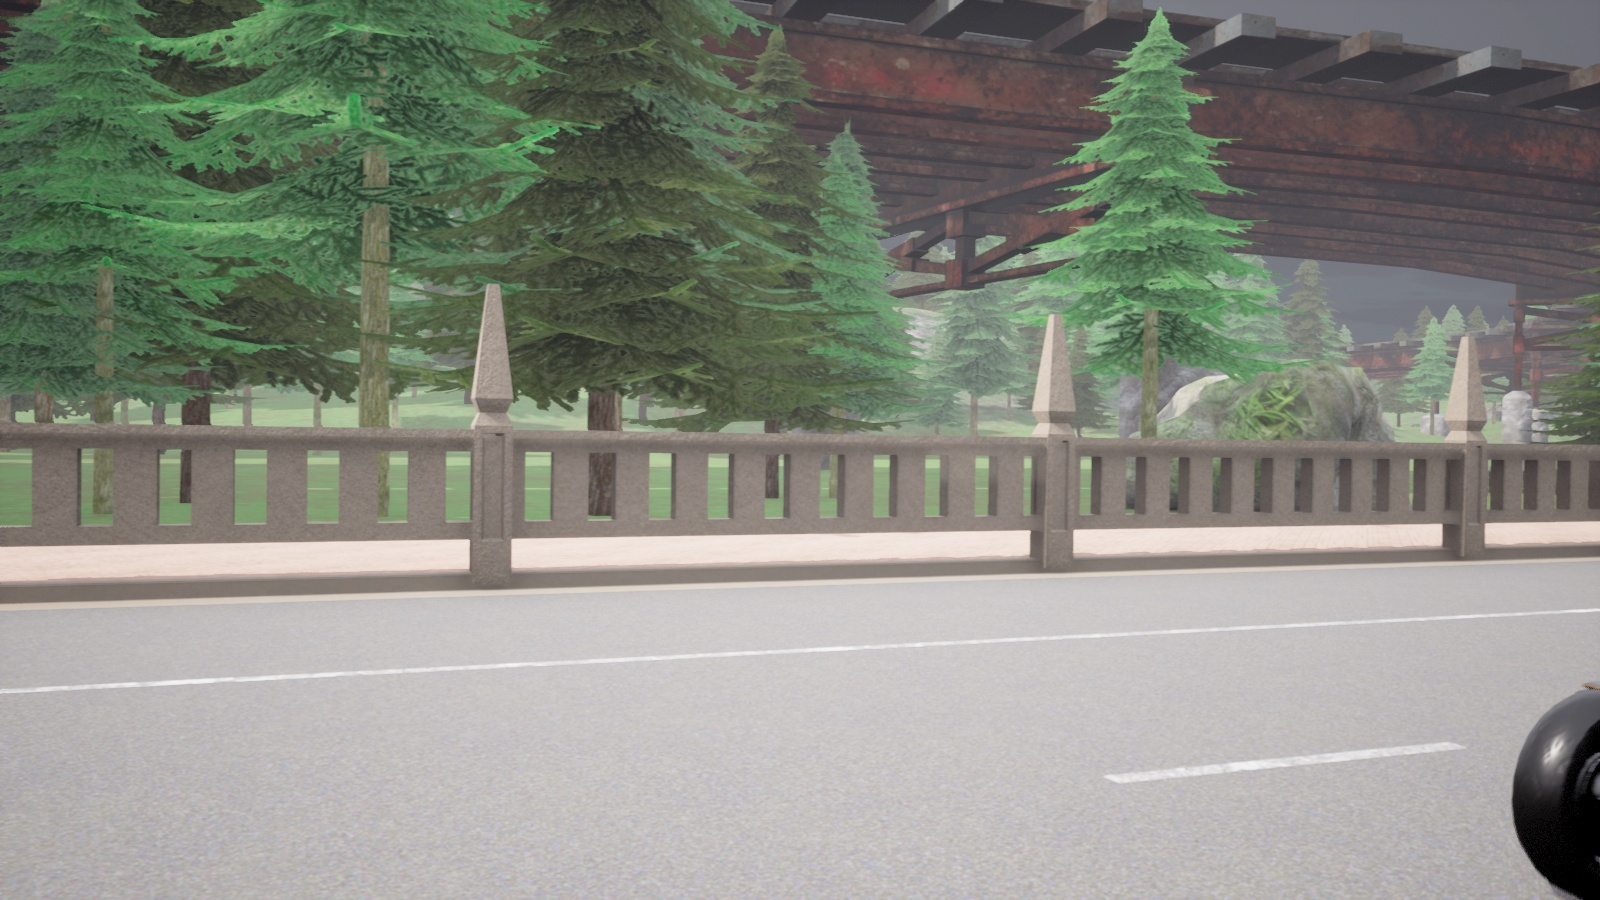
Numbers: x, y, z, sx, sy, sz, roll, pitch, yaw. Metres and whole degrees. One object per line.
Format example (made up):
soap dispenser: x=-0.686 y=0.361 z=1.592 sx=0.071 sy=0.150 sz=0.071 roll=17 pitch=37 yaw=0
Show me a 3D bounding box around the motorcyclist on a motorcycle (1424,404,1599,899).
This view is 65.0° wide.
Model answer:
motorcyclist on a motorcycle: x=3.469 y=0.662 z=4.556 sx=2.350 sy=1.649 sz=0.766 roll=-1 pitch=1 yaw=-21
